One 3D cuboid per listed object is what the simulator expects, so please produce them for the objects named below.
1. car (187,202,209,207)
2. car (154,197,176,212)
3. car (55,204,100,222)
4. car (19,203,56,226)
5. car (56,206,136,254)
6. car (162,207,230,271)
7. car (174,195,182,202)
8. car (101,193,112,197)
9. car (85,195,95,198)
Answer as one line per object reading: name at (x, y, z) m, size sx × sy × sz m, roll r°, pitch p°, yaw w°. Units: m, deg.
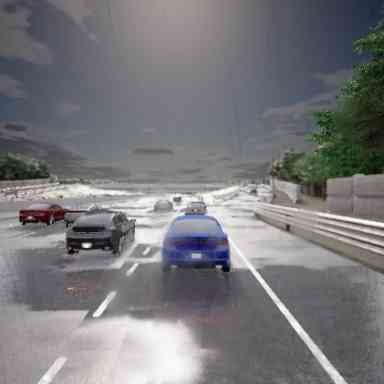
car at (0.493, 1.567, 29.435) m, size 2.033 × 1.411 × 5.357 m, roll 0°, pitch 0°, yaw 5°
car at (-3.377, 1.591, 39.954) m, size 1.994 × 1.385 × 4.181 m, roll 0°, pitch 0°, yaw 0°
car at (-6.843, 1.506, 22.036) m, size 2.128 × 1.511 × 4.902 m, roll 0°, pitch 0°, yaw 0°
car at (-10.336, 1.493, 23.707) m, size 1.882 × 1.535 × 5.008 m, roll 0°, pitch 0°, yaw 0°
car at (-3.476, 1.515, 13.435) m, size 1.837 × 1.490 × 4.892 m, roll 0°, pitch 0°, yaw 0°
car at (0.118, 1.485, 10.941) m, size 1.882 × 1.535 × 5.008 m, roll 0°, pitch 0°, yaw 0°
car at (-3.425, 1.498, 78.332) m, size 2.128 × 1.511 × 4.902 m, roll 0°, pitch 0°, yaw 0°
car at (-20.935, 1.459, 80.002) m, size 1.837 × 1.490 × 4.892 m, roll 0°, pitch 0°, yaw 0°
car at (-24.434, 1.482, 79.965) m, size 1.812 × 1.442 × 4.674 m, roll 0°, pitch 0°, yaw 0°
